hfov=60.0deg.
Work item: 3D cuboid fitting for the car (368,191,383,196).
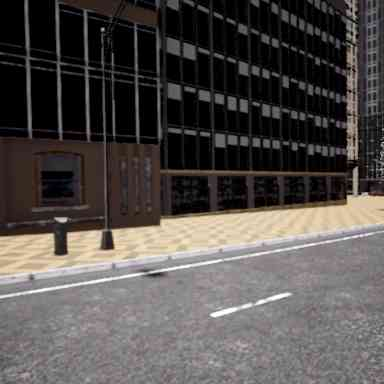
[{"bbox_3d":[39.392,0.278,70.035,1.802,1.307,4.206,-1,2,-41],"label":"car"}]

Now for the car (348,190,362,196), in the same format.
[{"bbox_3d":[35.736,0.164,74.385,1.947,1.339,4.313,-1,2,-41],"label":"car"}]
